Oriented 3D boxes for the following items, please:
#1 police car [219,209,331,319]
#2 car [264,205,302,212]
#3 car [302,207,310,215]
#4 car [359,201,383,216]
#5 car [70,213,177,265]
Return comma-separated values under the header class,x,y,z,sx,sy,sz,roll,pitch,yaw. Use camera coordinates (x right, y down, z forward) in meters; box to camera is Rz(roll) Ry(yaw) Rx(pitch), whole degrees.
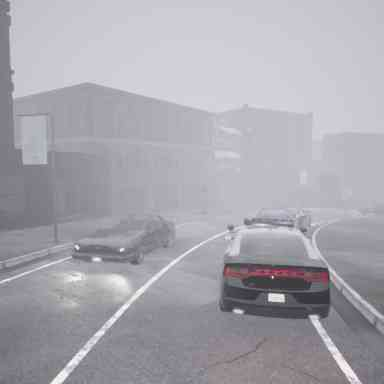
class,x,y,z,sx,sy,sz,roll,pitch,yaw
police car,1.744,1.433,7.673,1.930,1.638,5.238,1,0,10
car,4.255,1.521,16.688,1.882,1.535,5.008,2,0,21
car,6.614,1.613,21.857,1.812,1.442,4.674,2,1,28
car,22.472,2.106,40.390,5.357,1.411,2.033,2,3,-32
car,-2.026,1.482,11.819,2.033,1.411,5.357,1,0,14
